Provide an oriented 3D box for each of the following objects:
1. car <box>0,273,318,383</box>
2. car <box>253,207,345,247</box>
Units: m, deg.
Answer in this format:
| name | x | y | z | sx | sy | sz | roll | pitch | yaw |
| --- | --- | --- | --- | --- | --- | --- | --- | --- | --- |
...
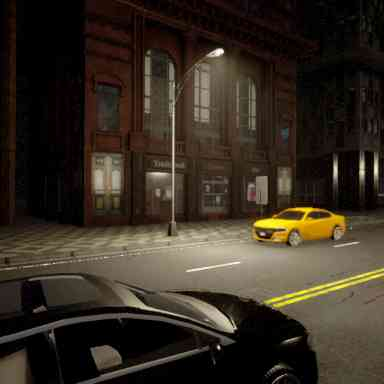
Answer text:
| name | x | y | z | sx | sy | sz | roll | pitch | yaw |
| --- | --- | --- | --- | --- | --- | --- | --- | --- | --- |
| car | -0.947 | 1.491 | 2.765 | 4.902 | 1.511 | 2.128 | 0 | 0 | -35 |
| car | 4.941 | 1.468 | 15.119 | 5.008 | 1.535 | 1.882 | 0 | 0 | -35 |
